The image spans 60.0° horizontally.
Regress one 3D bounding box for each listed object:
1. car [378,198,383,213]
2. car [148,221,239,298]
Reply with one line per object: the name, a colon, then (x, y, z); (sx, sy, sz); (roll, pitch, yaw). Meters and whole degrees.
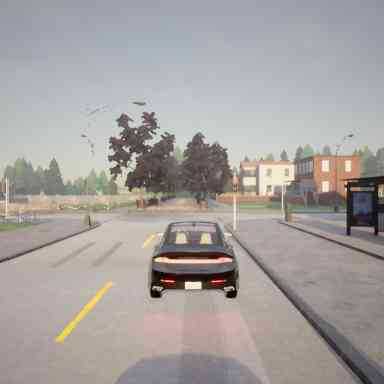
car: (18.442, 1.352, 33.377); (4.553, 1.767, 2.097); (0, 0, 0)
car: (0.049, 1.492, 8.484); (2.128, 1.511, 4.902); (0, 0, 1)
